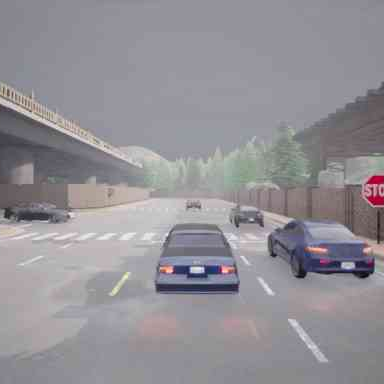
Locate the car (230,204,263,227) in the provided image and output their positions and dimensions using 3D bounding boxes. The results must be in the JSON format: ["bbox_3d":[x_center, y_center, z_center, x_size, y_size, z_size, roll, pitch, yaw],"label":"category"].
[{"bbox_3d":[3.670,1.526,22.741,1.812,1.442,4.674,0,0,1],"label":"car"}]

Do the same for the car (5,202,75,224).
[{"bbox_3d":[-10.955,1.492,24.044,4.902,1.511,2.128,0,0,9],"label":"car"}]

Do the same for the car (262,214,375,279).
[{"bbox_3d":[3.597,1.526,9.963,1.812,1.442,4.674,0,0,0],"label":"car"}]

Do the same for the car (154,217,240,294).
[{"bbox_3d":[0.099,1.547,8.908,2.033,1.411,5.357,0,0,0],"label":"car"}]

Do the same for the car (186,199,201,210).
[{"bbox_3d":[0.198,1.601,43.724,1.895,1.301,4.718,0,0,-1],"label":"car"}]
